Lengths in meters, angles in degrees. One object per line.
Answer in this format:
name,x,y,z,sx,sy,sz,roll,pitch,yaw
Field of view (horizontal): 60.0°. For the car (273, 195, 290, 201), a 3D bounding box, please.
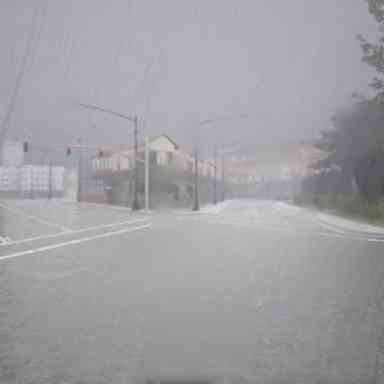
car,23.974,1.617,89.080,1.882,1.535,5.008,0,0,-36
